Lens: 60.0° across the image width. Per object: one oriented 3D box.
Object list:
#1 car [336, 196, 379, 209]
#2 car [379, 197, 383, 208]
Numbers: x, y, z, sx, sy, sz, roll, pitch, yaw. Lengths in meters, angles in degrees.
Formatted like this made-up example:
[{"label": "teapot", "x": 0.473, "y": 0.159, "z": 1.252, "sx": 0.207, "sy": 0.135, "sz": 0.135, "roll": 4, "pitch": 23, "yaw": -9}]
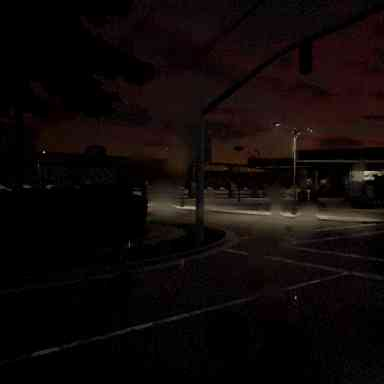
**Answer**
[{"label": "car", "x": 21.117, "y": 1.309, "z": 43.261, "sx": 2.242, "sy": 1.667, "sz": 4.611, "roll": 0, "pitch": 0, "yaw": -35}, {"label": "car", "x": 25.383, "y": 1.471, "z": 47.183, "sx": 1.970, "sy": 1.475, "sz": 3.806, "roll": 0, "pitch": 0, "yaw": -35}]
